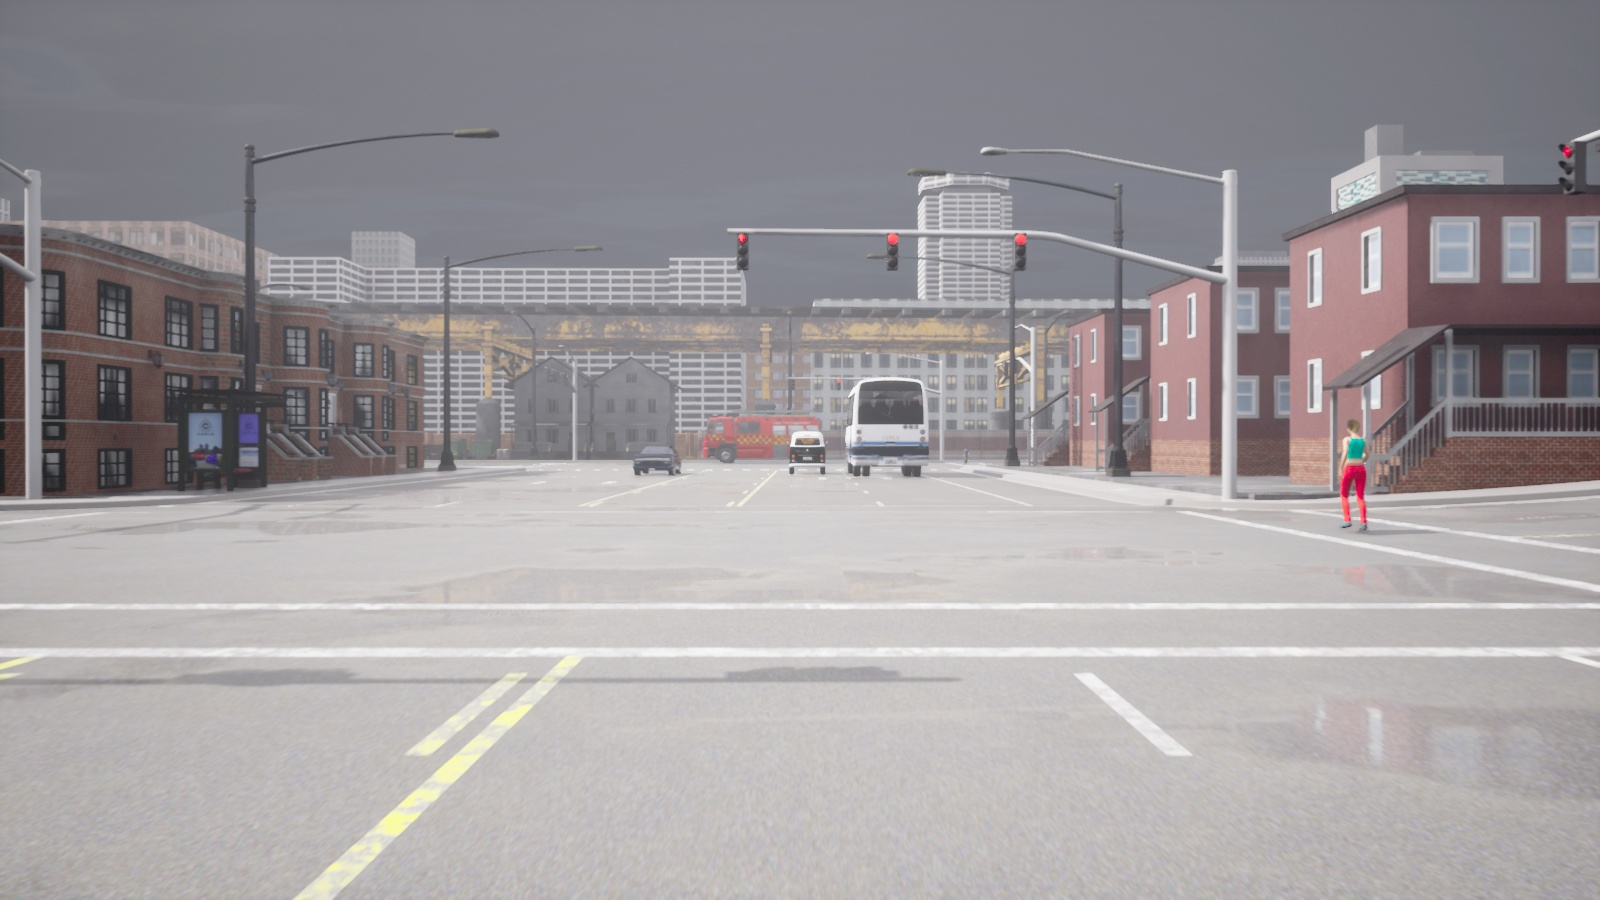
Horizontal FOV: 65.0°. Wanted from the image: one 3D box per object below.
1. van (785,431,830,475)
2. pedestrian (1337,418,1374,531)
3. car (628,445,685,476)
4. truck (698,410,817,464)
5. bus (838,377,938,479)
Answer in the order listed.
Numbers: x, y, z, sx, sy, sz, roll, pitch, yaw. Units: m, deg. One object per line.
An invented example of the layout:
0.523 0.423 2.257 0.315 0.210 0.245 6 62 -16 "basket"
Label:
0.359 0.130 60.329 2.069 2.038 4.480 0 0 0 "van"
9.074 0.393 20.538 0.345 1.836 0.594 0 0 1 "pedestrian"
-6.654 0.457 58.895 2.033 1.411 5.357 0 0 0 "car"
-3.016 -0.931 90.537 8.468 3.827 2.891 0 0 0 "truck"
3.846 -0.954 57.971 3.944 4.253 10.273 0 0 0 "bus"
